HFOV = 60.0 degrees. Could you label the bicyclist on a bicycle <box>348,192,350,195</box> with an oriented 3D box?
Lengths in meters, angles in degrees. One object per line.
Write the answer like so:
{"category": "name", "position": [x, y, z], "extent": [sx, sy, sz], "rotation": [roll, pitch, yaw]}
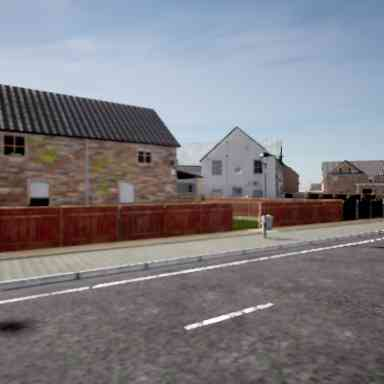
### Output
{"category": "bicyclist on a bicycle", "position": [25.470, 0.900, 54.144], "extent": [0.582, 1.620, 1.656], "rotation": [1, 1, 19]}
